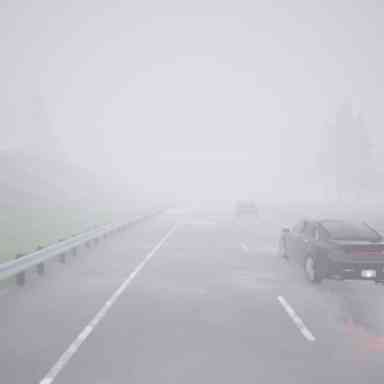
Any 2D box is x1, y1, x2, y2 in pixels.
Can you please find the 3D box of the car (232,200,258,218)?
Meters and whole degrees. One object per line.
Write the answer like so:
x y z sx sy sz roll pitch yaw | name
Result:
4.684 1.412 29.546 2.128 1.511 4.902 0 0 3 | car

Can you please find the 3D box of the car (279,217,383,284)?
3.847 1.482 9.504 1.837 1.490 4.892 0 0 2 | car
